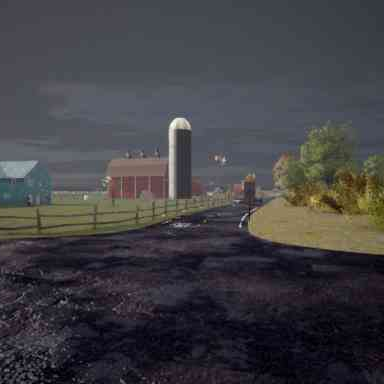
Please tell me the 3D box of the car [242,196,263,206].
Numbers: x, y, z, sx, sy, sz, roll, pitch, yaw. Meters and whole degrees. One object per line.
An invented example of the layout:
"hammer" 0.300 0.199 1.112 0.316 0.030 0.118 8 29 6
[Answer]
"car" 10.256 1.483 55.899 2.128 1.511 4.902 0 0 15

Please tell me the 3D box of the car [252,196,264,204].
"car" 13.040 1.568 65.944 1.994 1.385 4.181 0 0 15

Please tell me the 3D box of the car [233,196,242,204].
"car" 8.721 1.479 60.655 2.128 1.511 4.902 0 0 15
